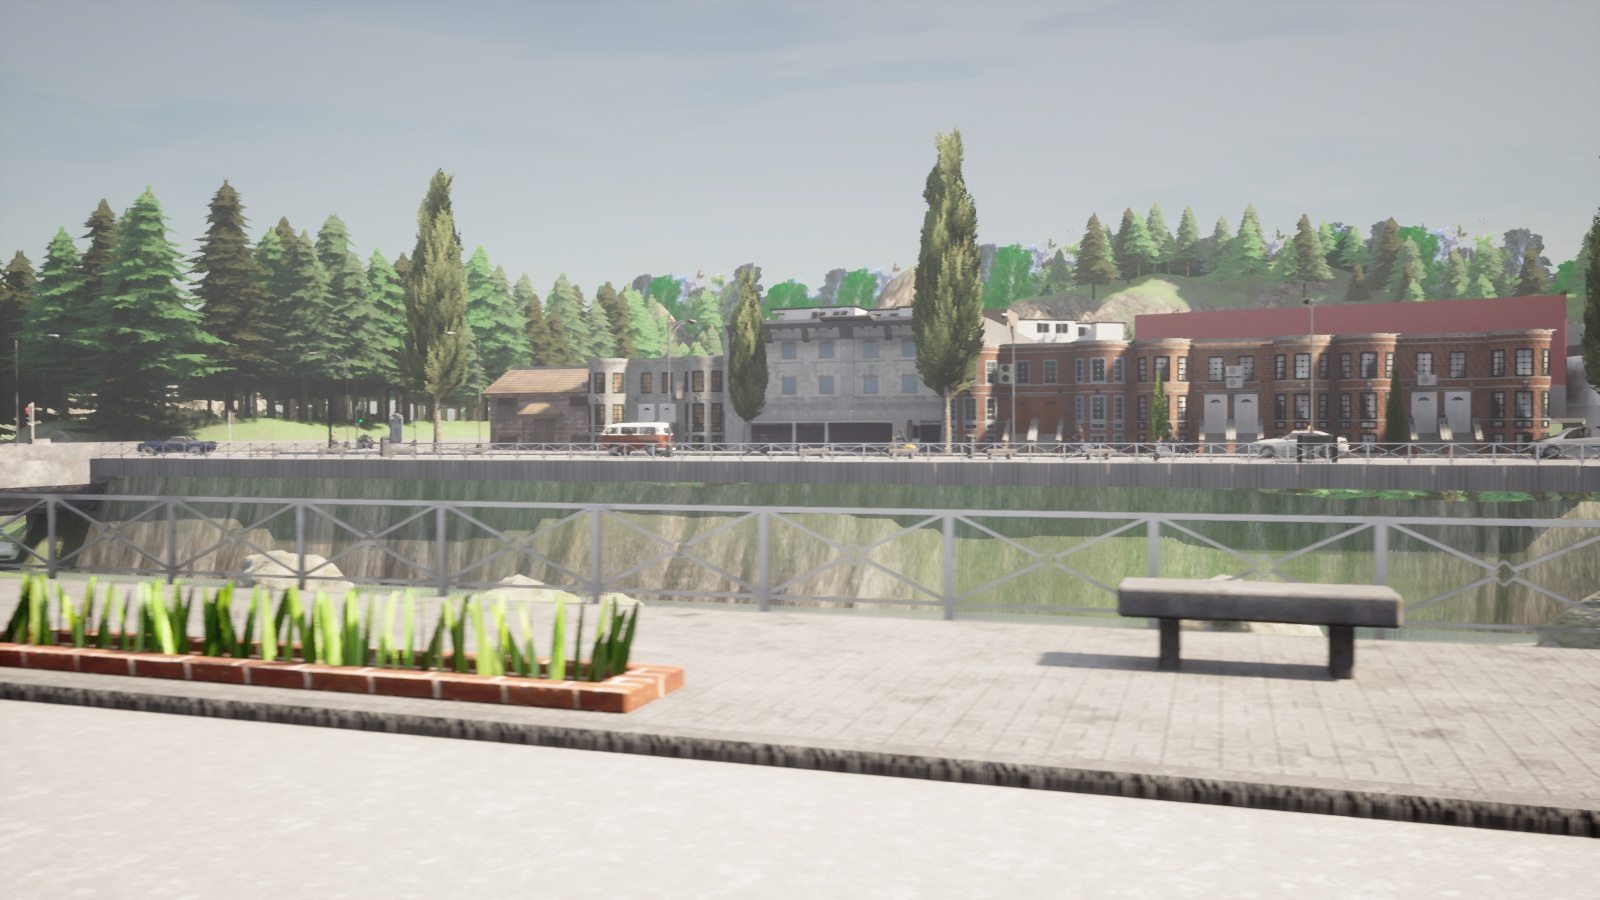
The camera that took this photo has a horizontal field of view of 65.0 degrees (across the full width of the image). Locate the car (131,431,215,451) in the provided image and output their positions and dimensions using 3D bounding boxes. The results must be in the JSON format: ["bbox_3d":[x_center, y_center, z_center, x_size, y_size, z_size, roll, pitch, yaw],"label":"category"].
[{"bbox_3d":[-42.295,-0.590,84.795,4.718,1.301,1.895,0,1,-12],"label":"car"}]

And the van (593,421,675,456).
[{"bbox_3d":[-10.083,-0.711,76.374,4.480,2.038,2.069,1,1,19],"label":"van"}]

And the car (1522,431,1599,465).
[{"bbox_3d":[37.249,-0.103,60.467,3.988,1.617,1.851,1,1,19],"label":"car"}]

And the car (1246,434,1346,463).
[{"bbox_3d":[25.410,-0.084,64.448,4.674,1.442,1.812,1,1,19],"label":"car"}]
